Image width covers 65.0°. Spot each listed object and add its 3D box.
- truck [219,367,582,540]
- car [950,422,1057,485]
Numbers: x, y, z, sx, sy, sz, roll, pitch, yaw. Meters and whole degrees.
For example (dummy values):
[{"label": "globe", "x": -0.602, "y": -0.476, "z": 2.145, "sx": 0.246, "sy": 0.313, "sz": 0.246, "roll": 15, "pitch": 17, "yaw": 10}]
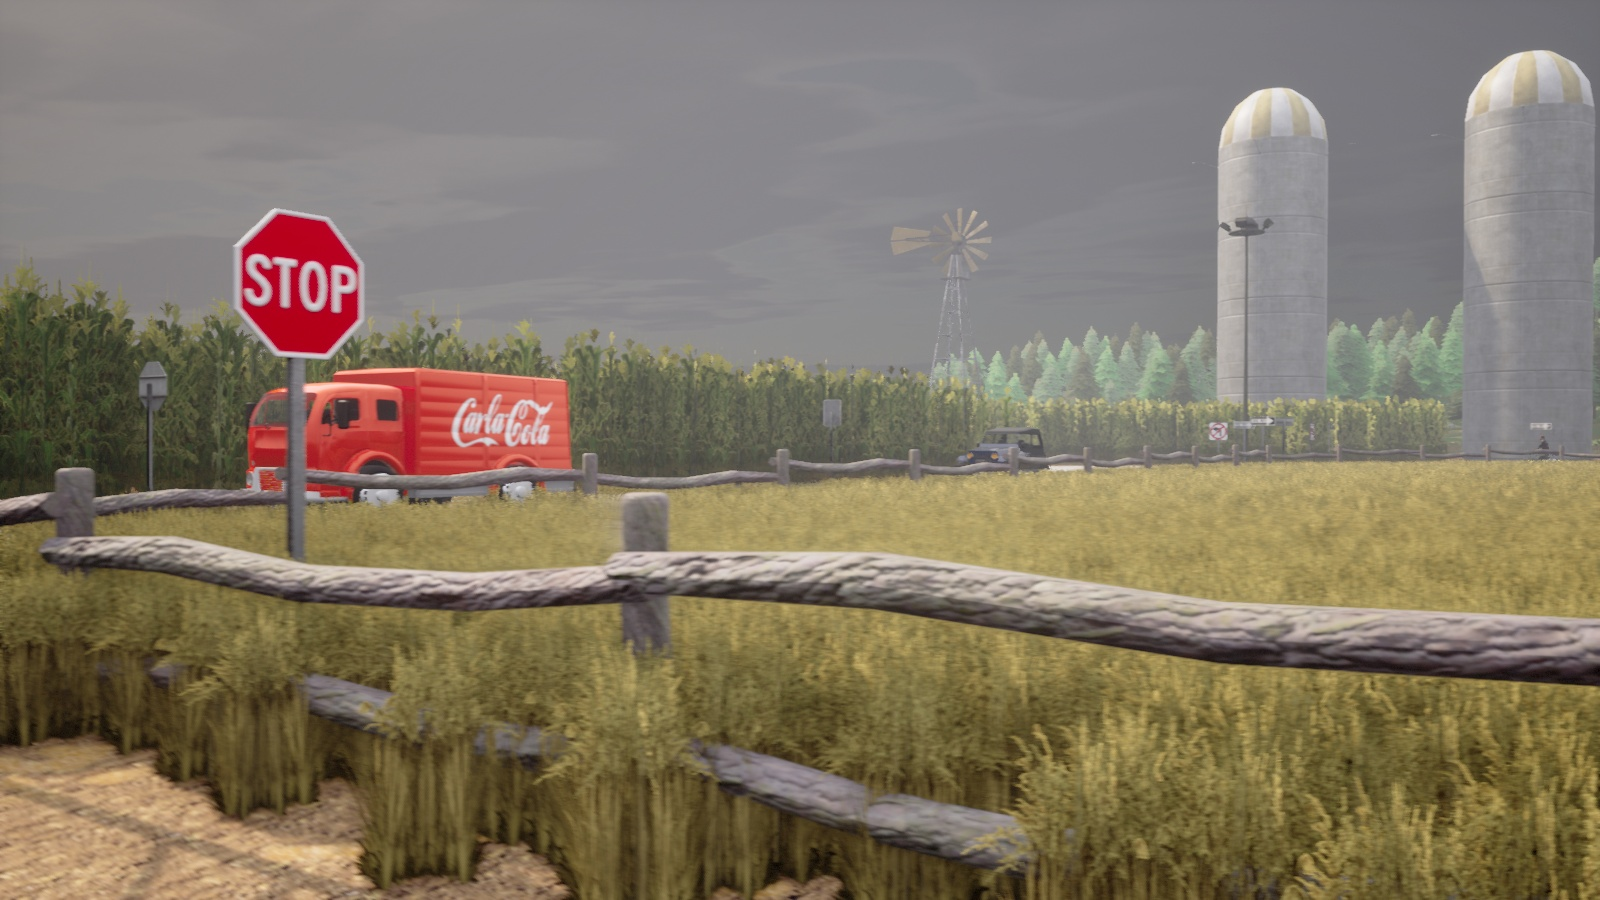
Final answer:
[{"label": "truck", "x": -6.402, "y": 0.040, "z": 20.779, "sx": 2.627, "sy": 2.467, "sz": 5.204, "roll": -1, "pitch": 0, "yaw": 34}, {"label": "car", "x": 6.534, "y": 0.088, "z": 40.054, "sx": 1.905, "sy": 1.878, "sz": 3.866, "roll": -1, "pitch": 0, "yaw": 34}]
